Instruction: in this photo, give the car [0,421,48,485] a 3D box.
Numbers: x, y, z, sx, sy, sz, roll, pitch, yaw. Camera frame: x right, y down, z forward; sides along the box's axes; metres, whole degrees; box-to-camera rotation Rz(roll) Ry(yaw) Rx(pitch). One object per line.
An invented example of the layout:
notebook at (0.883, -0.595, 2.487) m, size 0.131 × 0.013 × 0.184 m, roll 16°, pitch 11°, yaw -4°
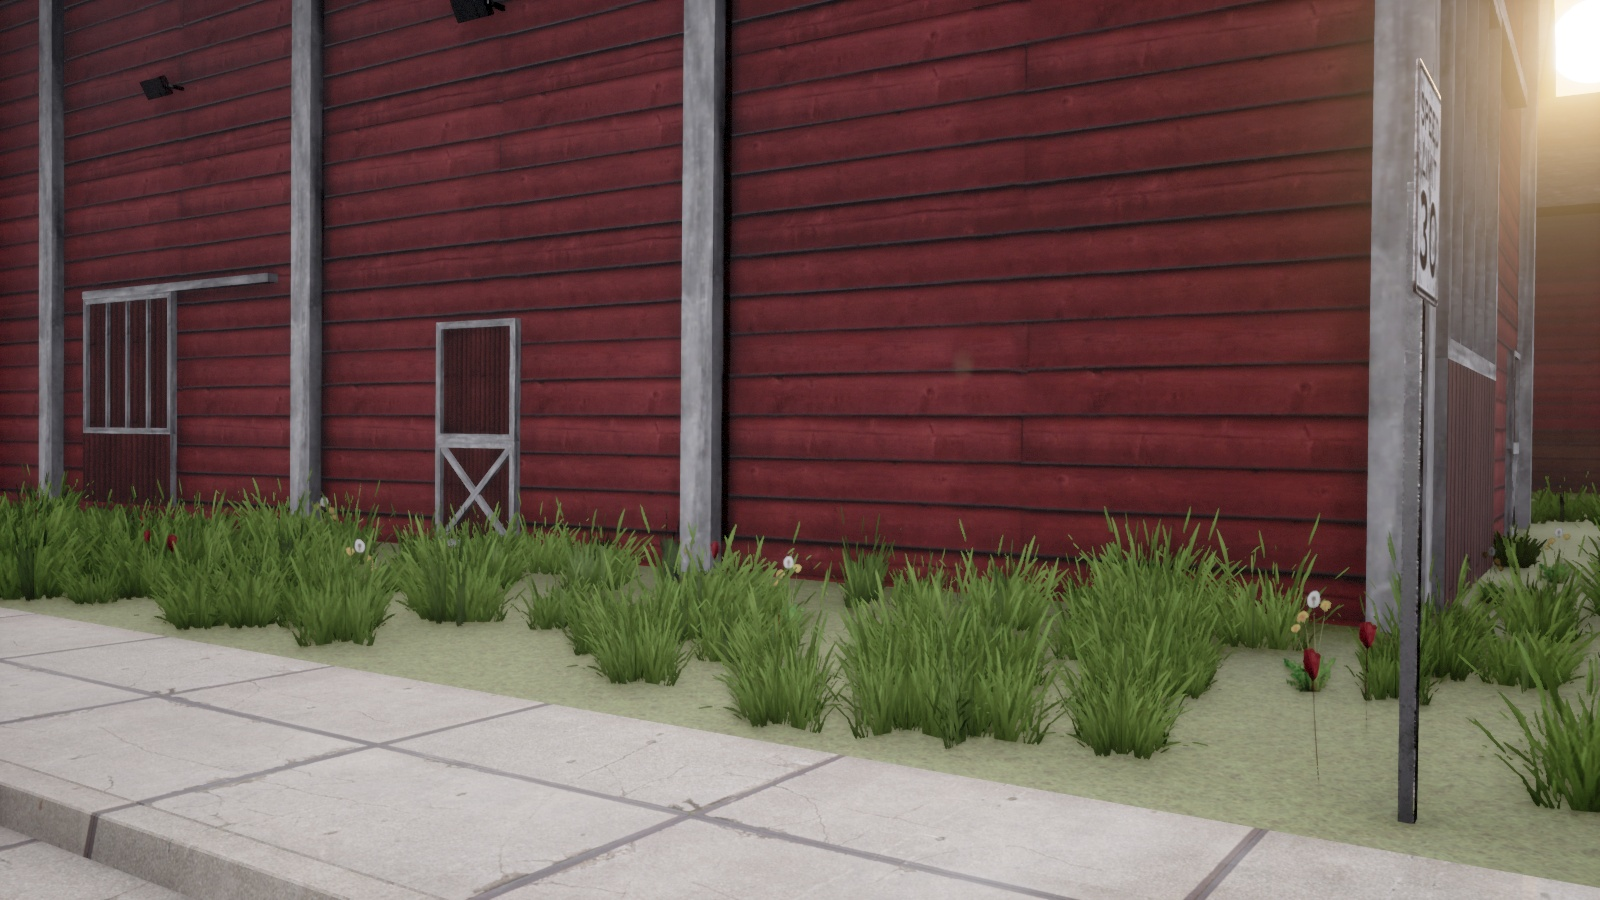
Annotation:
car at (-27.174, 0.125, 39.595) m, size 2.150 × 2.045 × 5.566 m, roll 0°, pitch 1°, yaw 33°
